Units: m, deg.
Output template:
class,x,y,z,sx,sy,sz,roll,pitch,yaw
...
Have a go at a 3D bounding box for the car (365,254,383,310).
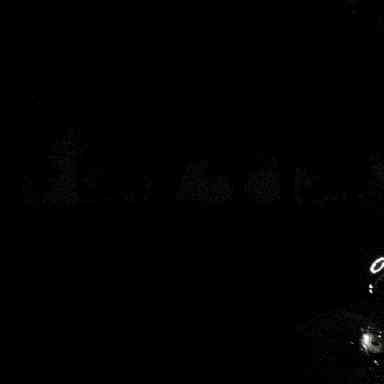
class,x,y,z,sx,sy,sz,roll,pitch,yaw
car,5.581,1.432,6.767,4.553,1.767,2.097,1,0,-33
